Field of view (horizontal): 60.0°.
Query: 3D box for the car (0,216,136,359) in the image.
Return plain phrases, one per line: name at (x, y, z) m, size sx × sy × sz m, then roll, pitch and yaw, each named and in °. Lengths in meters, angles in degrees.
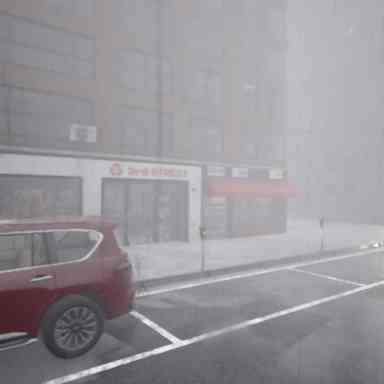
car at (-3.201, 1.314, 4.483) m, size 5.009 × 1.841 × 2.192 m, roll 1°, pitch 0°, yaw -35°
